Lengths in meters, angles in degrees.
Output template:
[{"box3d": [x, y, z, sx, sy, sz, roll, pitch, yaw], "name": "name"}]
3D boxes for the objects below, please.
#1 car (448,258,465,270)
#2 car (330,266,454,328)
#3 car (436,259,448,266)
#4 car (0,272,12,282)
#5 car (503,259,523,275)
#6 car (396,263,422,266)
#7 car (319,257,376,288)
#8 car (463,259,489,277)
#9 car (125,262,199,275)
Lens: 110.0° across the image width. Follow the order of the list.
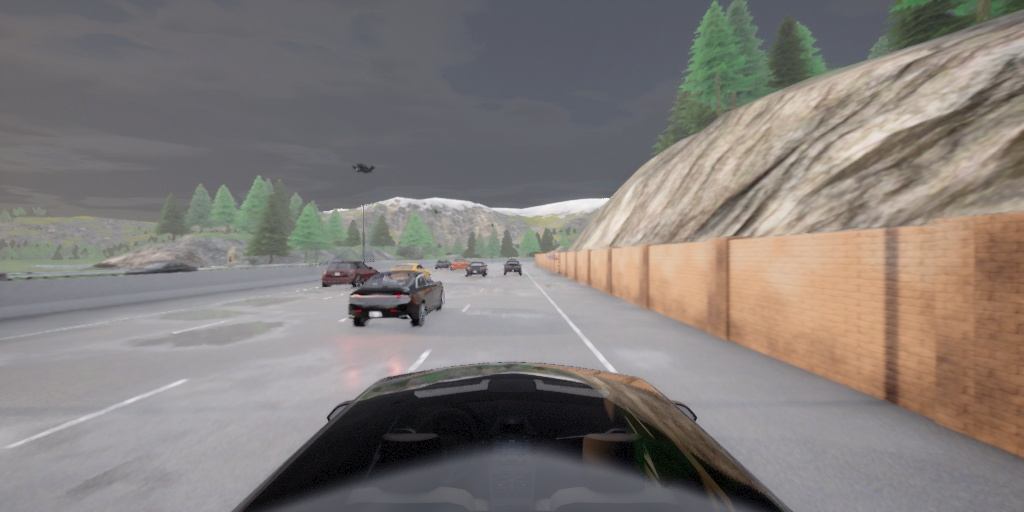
[{"box3d": [-6.921, 1.103, 48.872, 2.097, 1.767, 4.553, 0, 0, 0], "name": "car"}, {"box3d": [-3.409, 1.241, 11.385, 2.128, 1.511, 4.902, 0, 0, 0], "name": "car"}, {"box3d": [-10.424, 1.241, 55.019, 2.128, 1.511, 4.902, 0, 0, 0], "name": "car"}, {"box3d": [-31.597, 1.296, 19.484, 2.033, 1.411, 5.357, 0, 0, 0], "name": "car"}, {"box3d": [0.082, 1.254, 39.437, 1.837, 1.490, 4.892, 0, 0, 0], "name": "car"}, {"box3d": [-6.914, 1.228, 24.353, 1.882, 1.535, 5.008, 0, 0, 0], "name": "car"}, {"box3d": [-10.413, 1.102, 23.495, 2.097, 1.767, 4.553, 0, 0, 0], "name": "car"}, {"box3d": [-3.415, 1.276, 35.508, 1.812, 1.442, 4.674, 0, 0, 0], "name": "car"}, {"box3d": [-28.084, 1.226, 28.929, 1.882, 1.535, 5.008, 0, 0, 0], "name": "car"}]
